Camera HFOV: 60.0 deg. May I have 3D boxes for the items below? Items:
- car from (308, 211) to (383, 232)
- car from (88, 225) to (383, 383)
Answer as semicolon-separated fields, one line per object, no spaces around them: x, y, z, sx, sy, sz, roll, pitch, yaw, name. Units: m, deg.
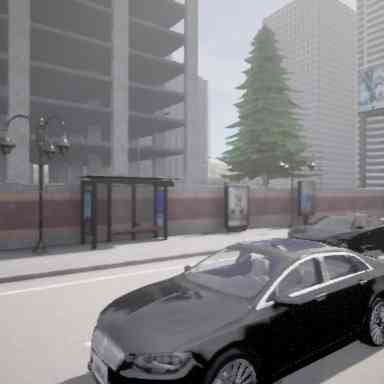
5.563;1.499;12.189;5.008;1.535;1.882;0;0;-35;car
1.080;1.498;4.743;4.902;1.511;2.128;0;0;-35;car
